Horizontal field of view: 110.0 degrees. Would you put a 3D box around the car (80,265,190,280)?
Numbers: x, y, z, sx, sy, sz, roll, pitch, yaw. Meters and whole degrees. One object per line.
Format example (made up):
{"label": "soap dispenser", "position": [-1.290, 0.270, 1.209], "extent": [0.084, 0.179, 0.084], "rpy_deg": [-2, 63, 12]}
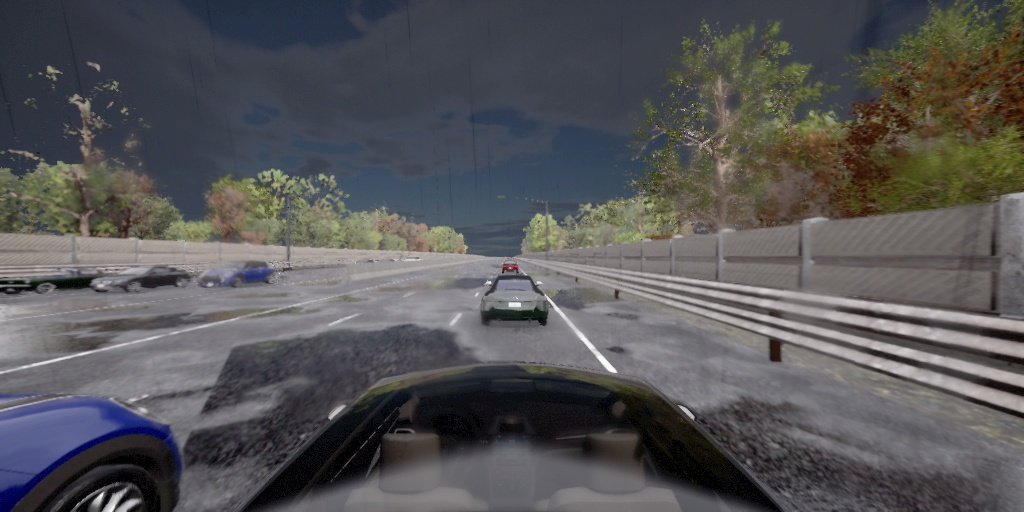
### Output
{"label": "car", "position": [-21.174, 1.281, 20.769], "extent": [1.812, 1.442, 4.674], "rpy_deg": [0, 0, -1]}

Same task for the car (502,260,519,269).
{"label": "car", "position": [-0.223, 1.237, 43.655], "extent": [1.882, 1.535, 5.008], "rpy_deg": [0, 0, -1]}

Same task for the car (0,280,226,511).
{"label": "car", "position": [-3.406, 1.102, 0.659], "extent": [2.097, 1.767, 4.553], "rpy_deg": [0, 0, 0]}

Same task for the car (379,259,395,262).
{"label": "car", "position": [-21.538, 1.268, 61.642], "extent": [1.837, 1.490, 4.892], "rpy_deg": [0, 0, 0]}

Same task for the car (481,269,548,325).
{"label": "car", "position": [0.069, 1.316, 11.905], "extent": [1.994, 1.385, 4.181], "rpy_deg": [0, 0, 0]}

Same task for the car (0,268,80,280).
{"label": "car", "position": [-24.666, 1.356, 19.835], "extent": [1.895, 1.301, 4.718], "rpy_deg": [0, 0, -1]}

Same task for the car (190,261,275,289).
{"label": "car", "position": [-17.699, 1.108, 23.288], "extent": [2.097, 1.767, 4.553], "rpy_deg": [0, 0, -1]}
